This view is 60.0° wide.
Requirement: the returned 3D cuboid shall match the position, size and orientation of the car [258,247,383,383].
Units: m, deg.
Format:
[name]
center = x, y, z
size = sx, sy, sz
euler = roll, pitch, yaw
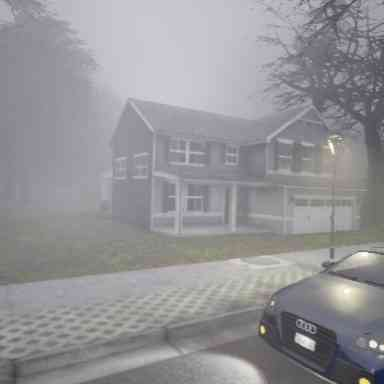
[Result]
[car]
center = 3.020, 1.587, 4.919
size = 4.181, 1.385, 1.994
euler = 1, 1, -31
